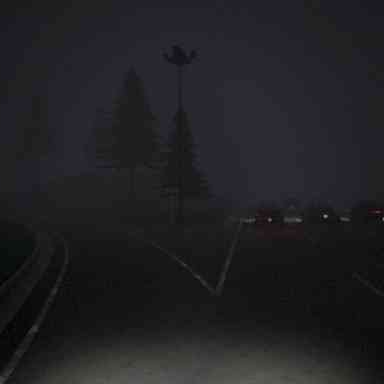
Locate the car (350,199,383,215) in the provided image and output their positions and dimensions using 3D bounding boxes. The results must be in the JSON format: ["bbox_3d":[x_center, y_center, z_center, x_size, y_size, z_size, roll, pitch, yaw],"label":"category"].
[{"bbox_3d":[17.727,1.418,33.385,2.033,1.411,5.357,0,0,10],"label":"car"}]

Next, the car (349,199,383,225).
[{"bbox_3d":[12.303,1.415,22.887,1.837,1.490,4.892,0,0,10],"label":"car"}]

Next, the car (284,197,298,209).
[{"bbox_3d":[11.797,1.398,40.009,1.837,1.490,4.892,0,0,10],"label":"car"}]

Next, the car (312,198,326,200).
[{"bbox_3d":[15.408,1.400,40.409,1.812,1.442,4.674,0,0,10],"label":"car"}]

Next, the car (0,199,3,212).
[{"bbox_3d":[-20.938,1.294,32.024,5.566,2.045,2.150,0,0,17],"label":"car"}]

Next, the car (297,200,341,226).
[{"bbox_3d":[8.748,1.493,22.877,1.994,1.385,4.181,0,0,10],"label":"car"}]

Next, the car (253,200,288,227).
[{"bbox_3d":[5.071,1.474,22.188,1.812,1.442,4.674,0,0,10],"label":"car"}]
